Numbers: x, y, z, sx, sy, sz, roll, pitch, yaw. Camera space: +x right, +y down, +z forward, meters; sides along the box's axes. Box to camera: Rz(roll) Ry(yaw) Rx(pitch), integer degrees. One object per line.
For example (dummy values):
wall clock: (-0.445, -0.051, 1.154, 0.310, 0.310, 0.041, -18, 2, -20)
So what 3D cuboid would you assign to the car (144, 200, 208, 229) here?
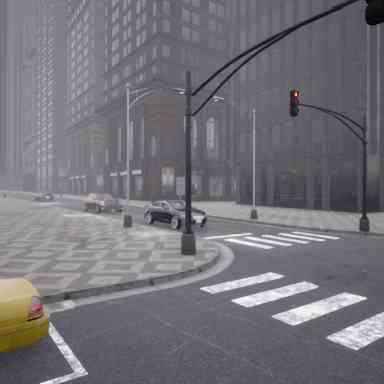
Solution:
car: (-1.056, 1.206, 19.242, 2.128, 1.511, 4.902, 0, 1, -36)

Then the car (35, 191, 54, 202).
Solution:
car: (-20.910, 0.600, 47.053, 2.128, 1.511, 4.902, 0, 1, -35)

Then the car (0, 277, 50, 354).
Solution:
car: (-4.223, 1.525, 3.641, 4.829, 1.417, 1.752, 0, 0, -35)

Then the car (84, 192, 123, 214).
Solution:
car: (-7.594, 0.859, 28.357, 2.097, 1.767, 4.553, 0, 1, -36)
